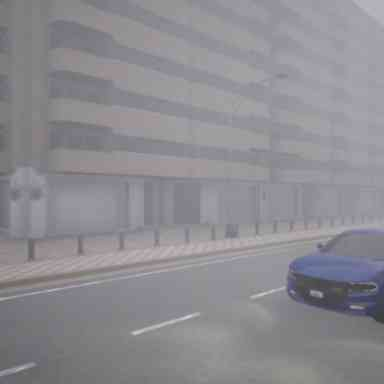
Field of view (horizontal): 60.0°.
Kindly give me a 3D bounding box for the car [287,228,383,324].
[{"bbox_3d":[4.164,1.595,7.621,5.008,1.535,1.882,1,-1,-40],"label":"car"}]
